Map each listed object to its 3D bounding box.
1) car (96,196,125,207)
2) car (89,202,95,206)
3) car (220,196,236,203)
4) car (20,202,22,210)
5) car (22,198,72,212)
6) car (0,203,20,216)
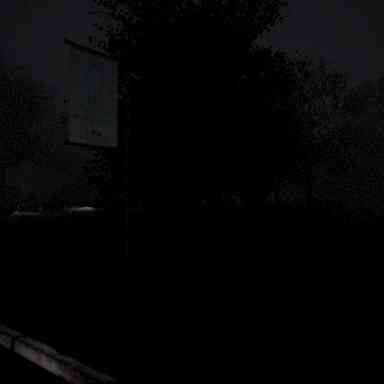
[{"bbox_3d":[-10.185,1.185,46.638,2.150,2.045,5.566,0,0,38],"label":"car"},{"bbox_3d":[-12.508,1.508,49.342,2.033,1.411,5.357,0,0,38],"label":"car"},{"bbox_3d":[6.998,1.377,64.436,1.994,1.385,4.181,0,0,32],"label":"car"},{"bbox_3d":[-18.964,1.484,41.176,2.128,1.511,4.902,0,0,39],"label":"car"},{"bbox_3d":[-16.501,1.470,38.652,1.882,1.535,5.008,0,0,39],"label":"car"},{"bbox_3d":[-18.617,1.601,30.067,1.895,1.301,4.718,0,0,39],"label":"car"}]
